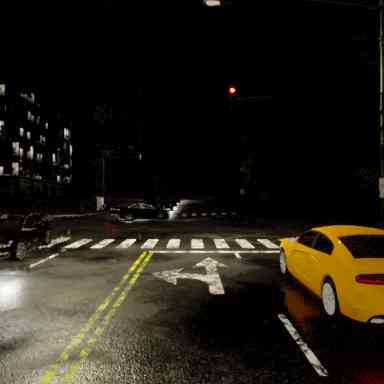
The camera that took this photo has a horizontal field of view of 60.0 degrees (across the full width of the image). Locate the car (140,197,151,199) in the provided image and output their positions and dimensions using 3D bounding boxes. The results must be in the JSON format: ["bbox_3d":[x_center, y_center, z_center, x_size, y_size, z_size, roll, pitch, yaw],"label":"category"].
[{"bbox_3d":[-6.594,1.628,41.118,1.895,1.301,4.718,0,0,0],"label":"car"}]

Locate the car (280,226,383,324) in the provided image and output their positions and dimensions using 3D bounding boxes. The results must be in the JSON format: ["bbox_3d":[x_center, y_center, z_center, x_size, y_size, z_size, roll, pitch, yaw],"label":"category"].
[{"bbox_3d":[3.362,1.475,7.351,1.882,1.535,5.008,-1,0,0],"label":"car"}]

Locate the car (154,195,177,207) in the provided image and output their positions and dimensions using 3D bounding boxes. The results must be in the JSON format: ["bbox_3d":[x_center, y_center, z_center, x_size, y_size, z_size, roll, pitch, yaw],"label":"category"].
[{"bbox_3d":[-3.345,1.506,42.519,1.882,1.535,5.008,0,0,0],"label":"car"}]

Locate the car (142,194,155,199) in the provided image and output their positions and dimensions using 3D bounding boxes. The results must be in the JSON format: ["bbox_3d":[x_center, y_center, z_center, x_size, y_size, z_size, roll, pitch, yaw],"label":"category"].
[{"bbox_3d":[-6.594,1.255,50.883,2.150,2.045,5.566,0,0,0],"label":"car"}]

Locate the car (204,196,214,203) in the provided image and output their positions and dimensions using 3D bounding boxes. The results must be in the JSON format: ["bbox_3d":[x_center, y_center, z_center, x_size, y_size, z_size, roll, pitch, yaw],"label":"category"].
[{"bbox_3d":[3.391,1.468,66.998,1.882,1.535,5.008,2,0,0],"label":"car"}]

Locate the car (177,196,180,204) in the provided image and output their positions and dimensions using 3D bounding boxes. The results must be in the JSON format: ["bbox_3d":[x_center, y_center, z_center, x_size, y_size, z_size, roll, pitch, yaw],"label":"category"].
[{"bbox_3d":[-3.338,1.525,51.710,2.128,1.511,4.902,0,0,0],"label":"car"}]

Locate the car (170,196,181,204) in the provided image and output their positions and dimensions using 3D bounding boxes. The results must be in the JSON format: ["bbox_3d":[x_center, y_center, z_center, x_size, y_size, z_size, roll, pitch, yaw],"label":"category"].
[{"bbox_3d":[-3.270,1.591,66.425,2.033,1.411,5.357,0,0,0],"label":"car"}]

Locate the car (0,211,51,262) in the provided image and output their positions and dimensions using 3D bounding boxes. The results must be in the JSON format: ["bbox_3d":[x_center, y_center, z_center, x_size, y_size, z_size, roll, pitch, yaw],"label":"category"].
[{"bbox_3d":[-6.590,1.506,12.101,1.837,1.490,4.892,1,1,-7],"label":"car"}]

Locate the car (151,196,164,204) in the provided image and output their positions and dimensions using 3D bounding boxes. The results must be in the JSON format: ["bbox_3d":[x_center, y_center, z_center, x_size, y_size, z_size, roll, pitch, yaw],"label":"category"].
[{"bbox_3d":[-6.546,1.519,63.307,1.882,1.535,5.008,0,0,0],"label":"car"}]

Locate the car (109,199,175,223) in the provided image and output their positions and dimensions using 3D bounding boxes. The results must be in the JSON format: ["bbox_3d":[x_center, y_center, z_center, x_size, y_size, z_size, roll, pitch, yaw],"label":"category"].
[{"bbox_3d":[-4.227,1.616,26.984,4.902,1.511,2.128,2,-1,-38],"label":"car"}]
